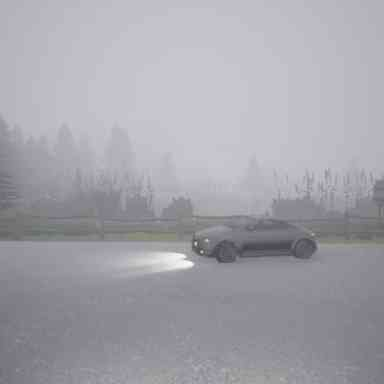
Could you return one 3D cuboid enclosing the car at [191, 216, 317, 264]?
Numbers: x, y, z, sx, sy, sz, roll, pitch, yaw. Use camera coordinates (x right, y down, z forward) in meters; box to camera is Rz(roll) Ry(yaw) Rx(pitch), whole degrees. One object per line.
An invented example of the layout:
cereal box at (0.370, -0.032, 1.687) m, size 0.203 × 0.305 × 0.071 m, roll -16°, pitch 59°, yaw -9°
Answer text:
car at (2.076, 1.533, 11.430) m, size 4.181 × 1.385 × 1.994 m, roll 0°, pitch 0°, yaw -12°
